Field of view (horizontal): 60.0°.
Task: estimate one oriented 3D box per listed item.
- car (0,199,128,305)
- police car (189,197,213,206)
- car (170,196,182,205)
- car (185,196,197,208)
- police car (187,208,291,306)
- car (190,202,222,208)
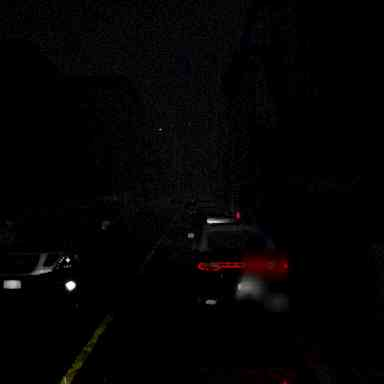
[{"bbox_3d":[-3.070,1.221,8.422,2.150,2.045,5.566,0,0,0],"label":"car"},{"bbox_3d":[0.952,1.422,24.262,1.930,1.638,5.238,0,0,0],"label":"police car"},{"bbox_3d":[-2.870,1.495,60.400,1.837,1.490,4.892,0,0,0],"label":"car"},{"bbox_3d":[0.140,1.345,47.927,2.097,1.767,4.553,0,0,1],"label":"car"},{"bbox_3d":[0.917,1.425,8.262,1.930,1.638,5.238,0,0,0],"label":"police car"},{"bbox_3d":[0.939,1.503,18.152,1.837,1.490,4.892,0,0,0],"label":"car"}]
